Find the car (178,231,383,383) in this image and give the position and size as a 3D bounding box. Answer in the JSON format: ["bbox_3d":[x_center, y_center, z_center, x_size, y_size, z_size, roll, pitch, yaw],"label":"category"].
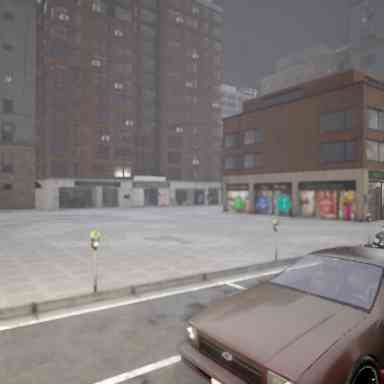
[{"bbox_3d":[2.451,1.558,4.824,5.357,1.411,2.033,0,0,-36],"label":"car"}]

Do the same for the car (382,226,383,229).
[{"bbox_3d":[8.248,1.580,12.068,4.403,1.369,2.008,0,0,-35],"label":"car"}]
